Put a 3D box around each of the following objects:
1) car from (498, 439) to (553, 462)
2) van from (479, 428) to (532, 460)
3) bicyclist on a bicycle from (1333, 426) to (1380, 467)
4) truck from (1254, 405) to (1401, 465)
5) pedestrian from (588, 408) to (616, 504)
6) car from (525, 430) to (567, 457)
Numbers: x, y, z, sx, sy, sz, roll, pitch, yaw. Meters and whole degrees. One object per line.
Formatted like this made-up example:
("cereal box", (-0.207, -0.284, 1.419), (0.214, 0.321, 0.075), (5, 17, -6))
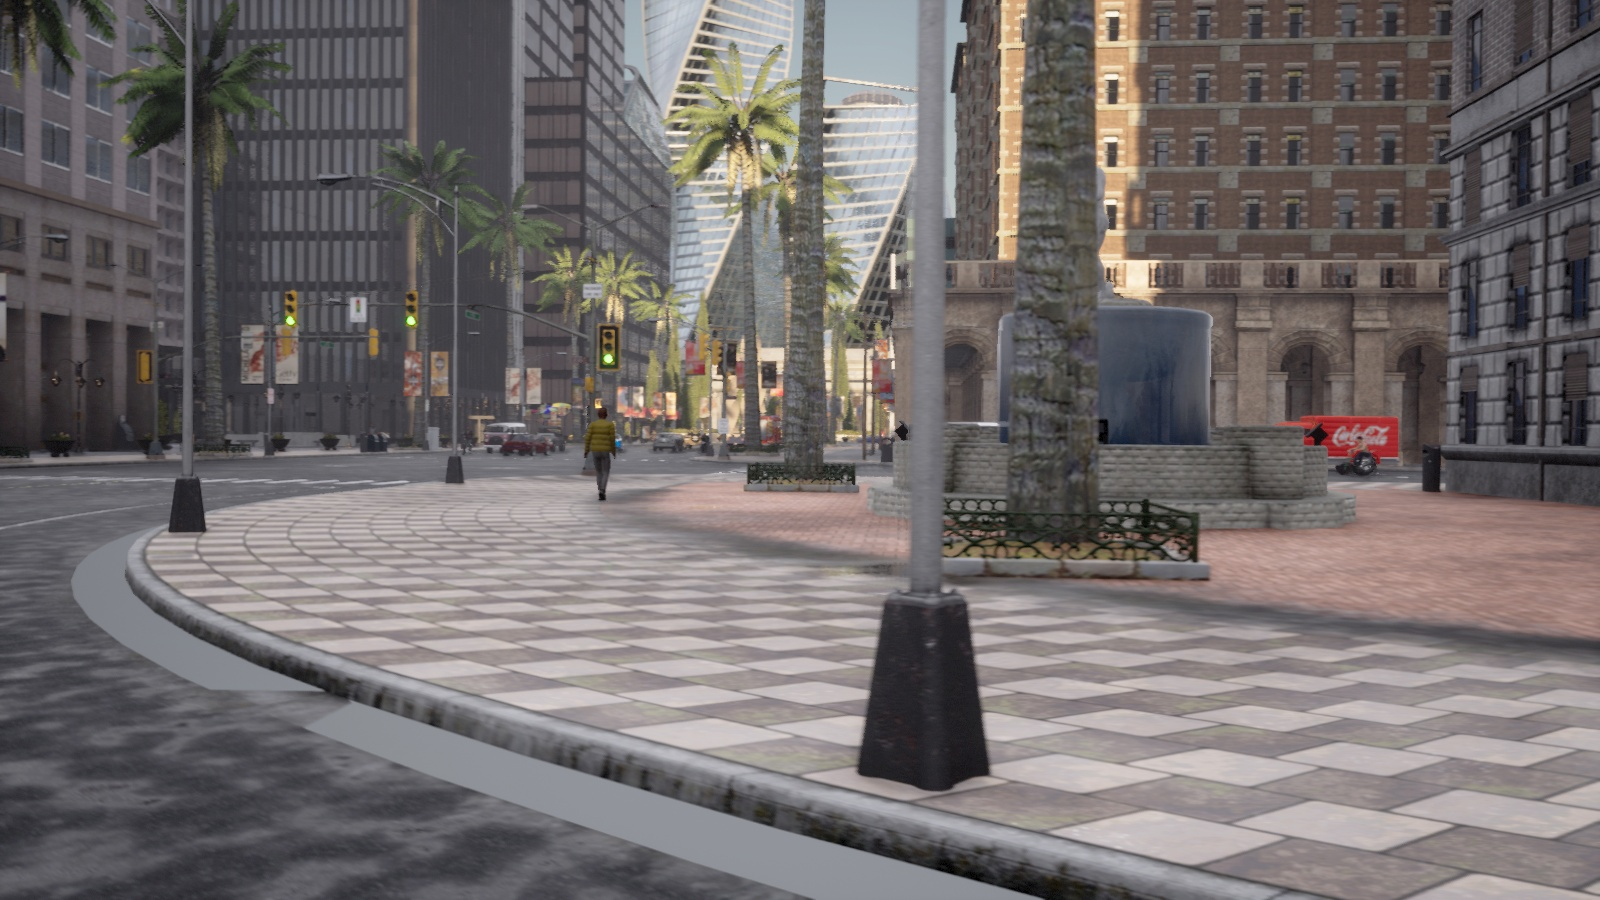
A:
("car", (-16.526, 0.003, 75.910), (1.895, 1.301, 4.718), (0, 1, 5))
("van", (-19.403, -0.438, 82.805), (2.069, 2.038, 4.480), (0, 1, 5))
("bicyclist on a bicycle", (22.081, -0.155, 49.861), (1.509, 1.612, 0.866), (0, 1, 5))
("truck", (22.330, -0.625, 53.341), (5.204, 2.467, 2.627), (0, 1, 5))
("pedestrian", (-3.822, 0.111, 24.292), (0.370, 1.835, 0.726), (0, 1, 3))
("car", (-18.559, -0.489, 91.938), (1.905, 1.878, 3.866), (0, 1, 5))
